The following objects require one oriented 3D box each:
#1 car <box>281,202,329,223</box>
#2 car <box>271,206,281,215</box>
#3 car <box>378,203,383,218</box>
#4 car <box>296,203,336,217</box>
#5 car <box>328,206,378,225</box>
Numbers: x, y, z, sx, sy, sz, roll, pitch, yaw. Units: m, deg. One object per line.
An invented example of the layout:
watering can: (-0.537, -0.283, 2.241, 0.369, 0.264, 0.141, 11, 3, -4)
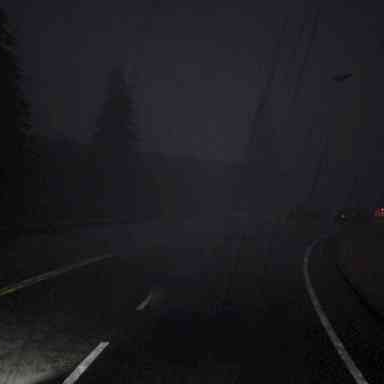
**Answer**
car: (10.458, 1.763, 30.190, 4.553, 1.767, 2.097, 1, -1, -44)
car: (12.125, 2.094, 41.161, 5.357, 1.411, 2.033, 1, -1, -39)
car: (20.733, 1.873, 34.425, 4.553, 1.767, 2.097, 1, -1, -40)
car: (14.463, 2.046, 38.554, 4.902, 1.511, 2.128, 1, -1, -39)
car: (13.908, 1.977, 28.609, 4.181, 1.385, 1.994, 1, -1, -41)
